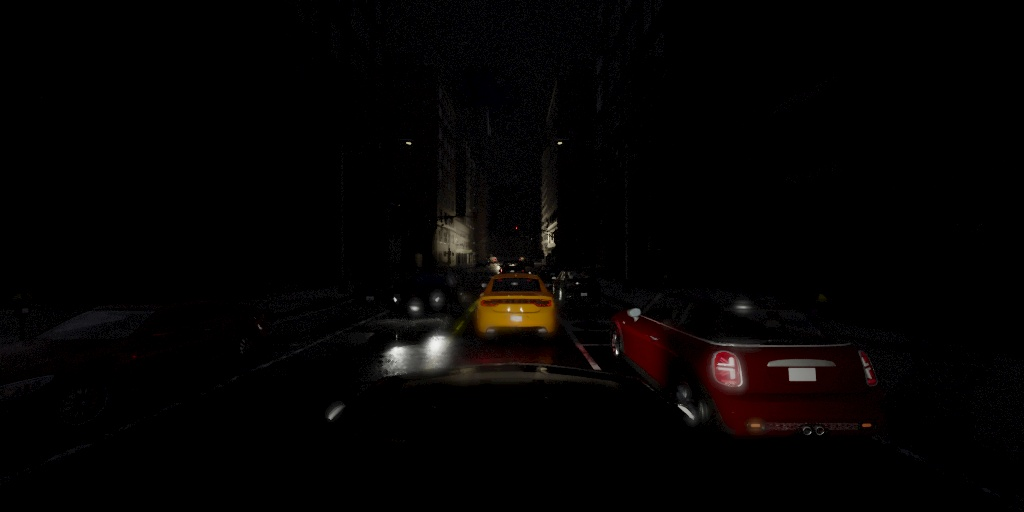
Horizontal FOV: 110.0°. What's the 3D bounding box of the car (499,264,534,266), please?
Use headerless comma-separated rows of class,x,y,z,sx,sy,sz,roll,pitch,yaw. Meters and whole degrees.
car,0.124,1.315,19.344,1.994,1.385,4.181,0,0,0

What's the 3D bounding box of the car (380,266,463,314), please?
car,-3.076,1.298,14.068,2.033,1.411,5.357,0,0,0

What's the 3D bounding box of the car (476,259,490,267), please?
car,-5.549,1.374,64.588,1.802,1.307,4.207,0,0,0

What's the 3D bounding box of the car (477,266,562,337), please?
car,0.109,1.228,10.356,1.882,1.535,5.008,0,0,0

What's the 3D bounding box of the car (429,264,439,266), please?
car,-5.642,1.333,21.985,1.802,1.307,4.207,0,0,0

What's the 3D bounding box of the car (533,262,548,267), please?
car,2.891,1.318,27.474,1.948,1.339,4.313,0,0,0

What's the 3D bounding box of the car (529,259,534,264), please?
car,2.976,1.232,64.563,1.967,1.591,4.097,0,0,0

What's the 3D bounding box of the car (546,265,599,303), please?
car,2.876,1.301,16.472,2.007,1.370,4.403,0,0,0

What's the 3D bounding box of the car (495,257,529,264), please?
car,0.065,1.105,28.076,2.097,1.767,4.553,0,0,1

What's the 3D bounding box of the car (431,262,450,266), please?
car,-5.634,1.192,27.486,1.967,1.591,4.097,0,0,0

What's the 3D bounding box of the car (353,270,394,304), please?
car,-5.649,1.316,16.484,1.948,1.339,4.313,0,0,0

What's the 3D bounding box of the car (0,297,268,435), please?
car,-5.664,1.332,5.481,1.802,1.307,4.207,0,0,0

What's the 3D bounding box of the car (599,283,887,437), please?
car,2.861,1.190,5.469,1.967,1.591,4.097,0,0,0
